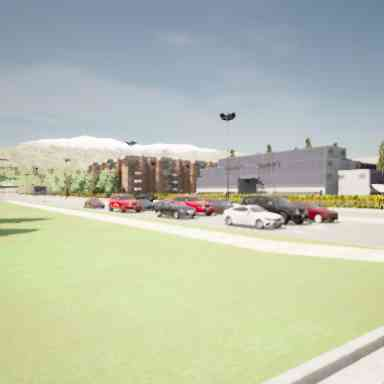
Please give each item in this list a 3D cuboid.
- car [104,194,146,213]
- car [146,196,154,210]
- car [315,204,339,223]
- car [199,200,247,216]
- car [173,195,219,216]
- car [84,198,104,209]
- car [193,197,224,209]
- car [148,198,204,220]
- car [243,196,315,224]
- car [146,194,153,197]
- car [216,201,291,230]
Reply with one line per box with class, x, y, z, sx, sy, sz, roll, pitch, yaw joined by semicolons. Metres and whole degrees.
car;-7.802;1.294;38.263;2.150;2.045;5.566;0;0;-36
car;-6.278;1.637;42.114;2.033;1.411;5.357;0;0;-36
car;9.250;1.585;26.767;1.882;1.535;5.008;0;0;-36
car;3.166;1.654;35.085;2.033;1.411;5.357;0;0;-36
car;-0.095;1.312;33.624;2.150;2.045;5.566;0;0;-36
car;-13.649;1.598;46.400;1.812;1.442;4.674;0;0;-35
car;2.396;1.622;50.074;1.882;1.535;5.008;0;0;-36
car;-1.521;1.565;29.640;2.128;1.511;4.902;0;0;-36
car;6.061;1.313;25.200;2.150;2.045;5.566;0;0;-36
car;-9.571;1.365;66.646;2.150;2.045;5.566;0;0;-36
car;3.963;1.601;22.177;1.812;1.442;4.674;0;0;-35
